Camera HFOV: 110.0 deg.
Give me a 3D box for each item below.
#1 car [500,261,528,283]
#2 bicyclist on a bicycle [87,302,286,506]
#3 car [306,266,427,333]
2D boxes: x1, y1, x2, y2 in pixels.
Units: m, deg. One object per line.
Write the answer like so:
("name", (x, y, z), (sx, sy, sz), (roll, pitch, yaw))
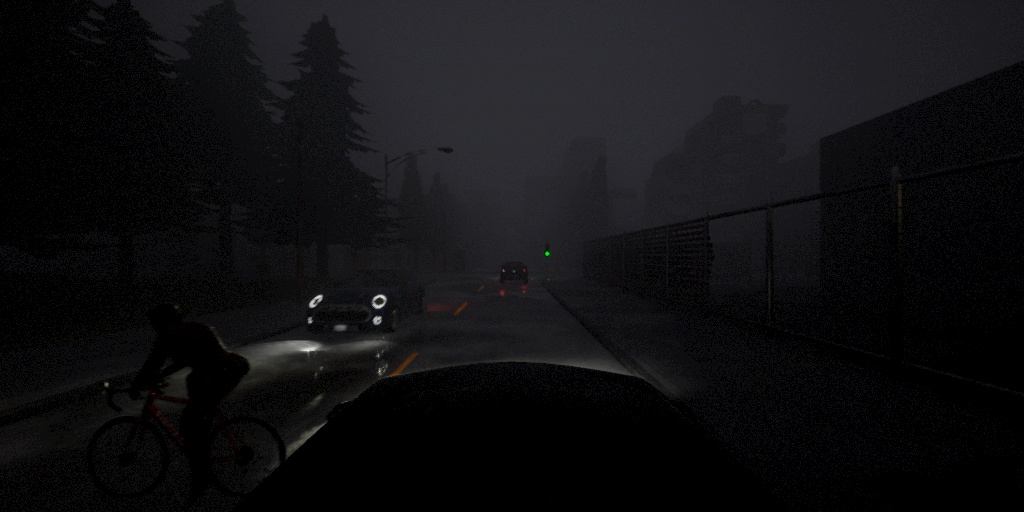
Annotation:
("car", (0.160, 1.175, 28.973), (2.097, 1.767, 4.553), (0, 0, 0))
("bicyclist on a bicycle", (-2.697, 1.206, 2.965), (1.656, 1.620, 0.582), (-1, 0, 0))
("car", (-4.059, 1.127, 10.760), (2.097, 1.767, 4.553), (0, 0, 0))
